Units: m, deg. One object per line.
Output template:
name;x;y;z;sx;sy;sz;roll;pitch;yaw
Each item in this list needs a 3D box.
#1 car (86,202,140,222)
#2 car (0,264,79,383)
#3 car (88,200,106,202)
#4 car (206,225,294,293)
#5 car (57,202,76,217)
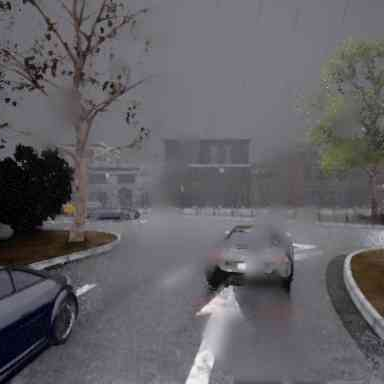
car;-6.380;1.725;27.206;4.181;1.385;1.994;-1;-1;8
car;-3.003;1.577;3.724;1.994;1.385;4.181;0;0;8
car;-9.753;1.597;34.892;2.185;1.767;4.553;-1;0;1
car;1.746;1.598;9.132;1.994;1.385;4.181;0;0;17
car;-12.785;1.770;34.973;2.097;1.535;5.008;-1;0;1
